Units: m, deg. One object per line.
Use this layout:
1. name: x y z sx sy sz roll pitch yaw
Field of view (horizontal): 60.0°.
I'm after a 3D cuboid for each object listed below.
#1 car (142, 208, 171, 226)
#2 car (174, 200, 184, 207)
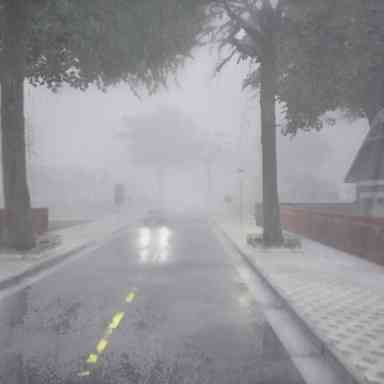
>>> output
1. car: -2.774 1.944 26.746 1.895 1.301 4.718 0 -1 1
2. car: -2.710 2.478 70.393 1.994 1.385 4.181 0 -1 0
